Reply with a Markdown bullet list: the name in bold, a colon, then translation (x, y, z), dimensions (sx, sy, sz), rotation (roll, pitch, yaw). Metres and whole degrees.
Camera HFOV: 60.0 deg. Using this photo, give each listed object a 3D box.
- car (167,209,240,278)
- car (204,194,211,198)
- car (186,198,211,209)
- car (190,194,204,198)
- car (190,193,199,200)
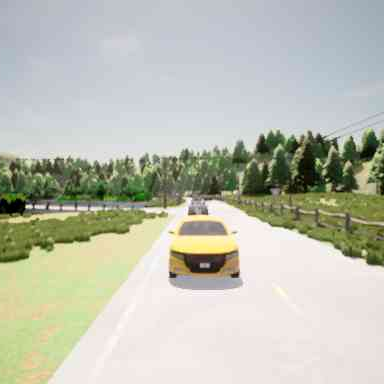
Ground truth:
- **car**: translation (0.319, 1.499, 10.464), dimensions (1.882, 1.535, 5.008), rotation (0, 0, 0)
- **car**: translation (4.015, 1.669, 87.721), dimensions (1.837, 1.490, 4.892), rotation (0, 0, -3)
- **car**: translation (0.550, 1.555, 30.894), dimensions (2.128, 1.511, 4.902), rotation (0, 0, 1)
- **car**: translation (1.109, 1.510, 76.411), dimensions (2.097, 1.767, 4.553), rotation (0, 0, 0)
- **car**: translation (0.615, 1.155, 91.788), dimensions (2.097, 1.767, 4.553), rotation (0, 0, -3)
